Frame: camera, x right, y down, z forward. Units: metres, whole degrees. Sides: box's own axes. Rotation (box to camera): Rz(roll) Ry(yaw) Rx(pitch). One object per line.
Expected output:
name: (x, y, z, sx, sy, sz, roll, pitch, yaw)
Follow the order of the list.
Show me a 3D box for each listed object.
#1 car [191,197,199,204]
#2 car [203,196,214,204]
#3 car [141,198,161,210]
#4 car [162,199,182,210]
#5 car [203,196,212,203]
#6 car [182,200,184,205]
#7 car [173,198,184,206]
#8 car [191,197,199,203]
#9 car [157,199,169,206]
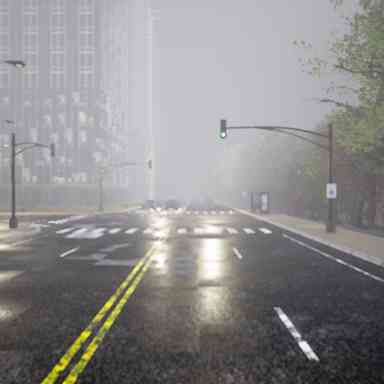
car: (0.682, 2.072, 77.753, 1.994, 1.385, 4.181, 0, 0, 1)
car: (3.931, 1.875, 77.696, 2.097, 1.767, 4.553, 0, 0, 1)
car: (-6.163, 1.850, 48.505, 1.812, 1.442, 4.674, 0, 0, 2)
car: (-2.914, 1.804, 48.771, 1.882, 1.535, 5.008, 0, 0, 1)
car: (4.019, 1.926, 87.726, 2.097, 1.767, 4.553, 0, 0, 1)
car: (-2.801, 1.990, 58.113, 1.895, 1.301, 4.718, 0, 0, 1)
car: (-2.656, 2.019, 68.018, 1.994, 1.385, 4.181, 0, 0, 1)
car: (0.769, 2.110, 87.783, 2.033, 1.411, 5.357, 0, 0, 1)
car: (-5.906, 2.054, 67.841, 1.895, 1.301, 4.718, 0, 0, 1)
